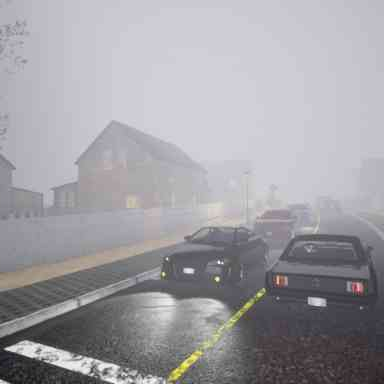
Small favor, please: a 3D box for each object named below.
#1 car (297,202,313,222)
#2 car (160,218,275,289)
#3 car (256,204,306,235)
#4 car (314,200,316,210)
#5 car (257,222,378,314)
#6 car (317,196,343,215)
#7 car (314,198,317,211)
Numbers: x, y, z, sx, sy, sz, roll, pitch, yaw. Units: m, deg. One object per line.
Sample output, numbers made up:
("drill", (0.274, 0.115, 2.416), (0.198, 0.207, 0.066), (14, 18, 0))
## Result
("car", (8.351, 1.680, 26.328), (1.882, 1.535, 5.008), (-2, -1, 22))
("car", (0.819, 1.687, 9.631), (1.994, 1.385, 4.181), (-2, -1, 27))
("car", (4.557, 1.631, 17.468), (1.882, 1.535, 5.008), (-2, -1, 24))
("car", (12.030, 1.827, 35.938), (2.033, 1.411, 5.357), (-2, -1, 20))
("car", (3.174, 1.630, 7.771), (1.895, 1.301, 4.718), (-2, -1, 27))
("car", (15.347, 1.575, 36.842), (2.097, 1.767, 4.553), (-2, -1, 19))
("car", (18.266, 1.554, 46.158), (2.150, 2.045, 5.566), (-1, -1, 16))
